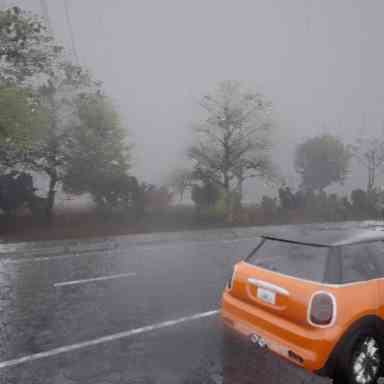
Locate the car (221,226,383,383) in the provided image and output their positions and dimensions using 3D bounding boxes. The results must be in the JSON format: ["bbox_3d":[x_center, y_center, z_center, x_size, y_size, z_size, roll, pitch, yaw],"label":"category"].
[{"bbox_3d":[2.760,1.363,5.405,4.553,1.767,2.097,0,0,-32],"label":"car"}]
